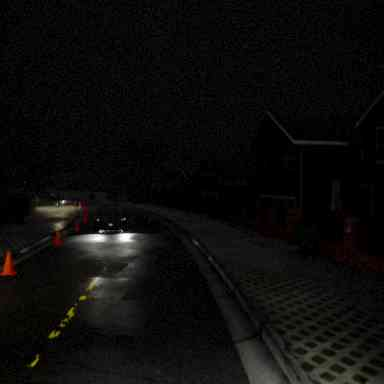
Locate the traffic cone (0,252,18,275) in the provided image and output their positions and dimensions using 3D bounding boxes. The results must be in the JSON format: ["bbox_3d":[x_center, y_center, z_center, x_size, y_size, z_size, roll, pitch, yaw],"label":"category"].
[{"bbox_3d":[-4.976,1.930,9.057,0.340,0.580,0.340,0,0,-6],"label":"traffic cone"}]

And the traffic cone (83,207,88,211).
[{"bbox_3d":[-8.854,1.799,28.174,0.340,0.580,0.340,0,1,-17],"label":"traffic cone"}]

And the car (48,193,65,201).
[{"bbox_3d":[-25.694,0.880,63.054,2.128,1.511,4.902,-1,1,-40],"label":"car"}]

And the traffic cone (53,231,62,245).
[{"bbox_3d":[-5.609,1.909,13.899,0.340,0.580,0.340,0,0,-9],"label":"traffic cone"}]

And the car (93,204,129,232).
[{"bbox_3d":[-4.773,1.438,19.793,1.812,1.442,4.674,0,0,-12],"label":"car"}]

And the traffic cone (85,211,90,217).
[{"bbox_3d":[-7.549,1.844,23.469,0.340,0.580,0.340,0,1,-14],"label":"traffic cone"}]

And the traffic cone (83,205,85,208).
[{"bbox_3d":[-10.376,1.747,32.814,0.340,0.580,0.340,0,1,-19],"label":"traffic cone"}]

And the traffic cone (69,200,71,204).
[{"bbox_3d":[-18.578,1.510,50.513,0.340,0.580,0.340,-1,1,-30],"label":"traffic cone"}]
